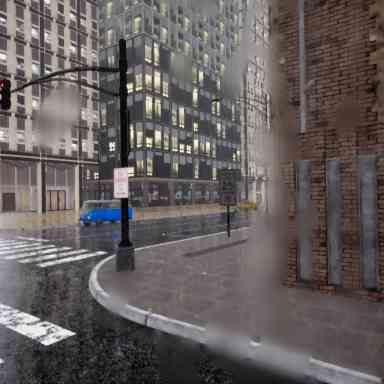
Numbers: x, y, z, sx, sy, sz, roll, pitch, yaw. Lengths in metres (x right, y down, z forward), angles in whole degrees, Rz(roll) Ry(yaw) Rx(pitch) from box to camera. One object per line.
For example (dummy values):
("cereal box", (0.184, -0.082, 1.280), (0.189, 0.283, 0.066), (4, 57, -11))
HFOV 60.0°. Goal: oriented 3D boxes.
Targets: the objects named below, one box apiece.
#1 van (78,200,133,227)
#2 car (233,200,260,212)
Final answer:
("van", (-6.031, 1.460, 23.500), (1.690, 1.788, 3.998), (-2, -1, 36))
("car", (6.804, 1.689, 41.409), (1.752, 1.417, 4.829), (-2, -1, 36))
